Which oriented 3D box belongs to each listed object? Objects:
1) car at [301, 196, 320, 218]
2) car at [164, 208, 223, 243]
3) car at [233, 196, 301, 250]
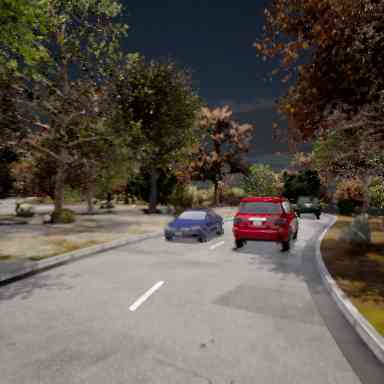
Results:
[{"bbox_3d":[11.312,1.421,32.770,2.150,2.045,5.566,1,0,16],"label":"car"},{"bbox_3d":[0.258,1.568,16.635,1.812,1.442,4.674,0,0,21],"label":"car"},{"bbox_3d":[3.436,1.273,14.848,2.150,2.045,5.566,0,0,22],"label":"car"}]
